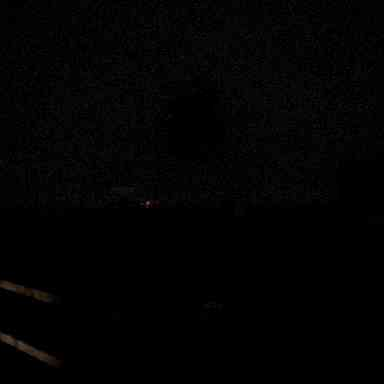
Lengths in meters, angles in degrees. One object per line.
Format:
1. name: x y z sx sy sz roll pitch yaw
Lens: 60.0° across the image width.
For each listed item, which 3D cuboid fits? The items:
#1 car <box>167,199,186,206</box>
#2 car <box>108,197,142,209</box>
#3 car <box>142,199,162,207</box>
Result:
1. car: -2.840 2.148 68.026 2.033 1.411 5.357 -4 -2 36
2. car: -11.561 1.816 55.860 2.150 2.045 5.566 -4 -2 36
3. car: -7.971 2.136 65.586 2.097 1.767 4.553 -4 -2 36
